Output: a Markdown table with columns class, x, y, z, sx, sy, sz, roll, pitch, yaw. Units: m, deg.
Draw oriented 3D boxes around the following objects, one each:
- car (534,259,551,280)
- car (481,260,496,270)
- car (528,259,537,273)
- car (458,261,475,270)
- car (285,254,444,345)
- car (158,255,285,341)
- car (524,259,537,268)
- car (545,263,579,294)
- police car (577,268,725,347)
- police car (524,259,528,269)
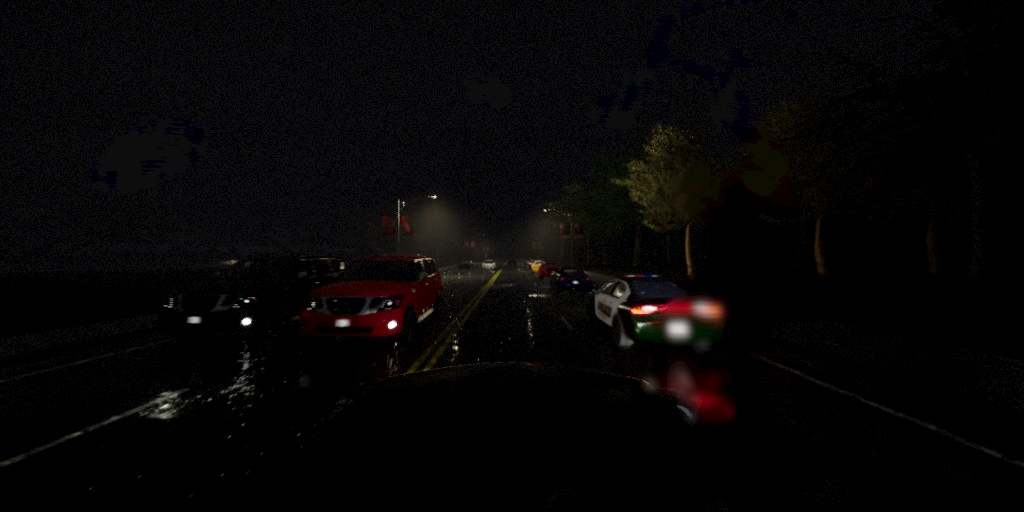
| class | x | y | z | sx | sy | sz | roll | pitch | yaw |
| --- | --- | --- | --- | --- | --- | --- | --- | --- | --- |
| car | 3.259 | 1.282 | 31.415 | 1.812 | 1.442 | 4.674 | 0 | 0 | 0 |
| car | -3.305 | 1.295 | 51.589 | 1.812 | 1.442 | 4.674 | 0 | 0 | 0 |
| car | 3.262 | 1.218 | 42.606 | 1.801 | 1.575 | 5.366 | 0 | 0 | 0 |
| car | -6.553 | 1.370 | 51.567 | 1.895 | 1.301 | 4.718 | 0 | 0 | 0 |
| car | -3.348 | 0.972 | 9.860 | 2.150 | 2.045 | 5.566 | 0 | 0 | 0 |
| car | -6.598 | 0.972 | 10.216 | 2.150 | 2.045 | 5.566 | 0 | 0 | 0 |
| car | 3.269 | 1.271 | 64.419 | 2.128 | 1.511 | 4.902 | 0 | 0 | 0 |
| car | 3.255 | 1.316 | 20.414 | 1.994 | 1.385 | 4.181 | 0 | 0 | 0 |
| police car | 3.252 | 1.255 | 9.413 | 2.038 | 1.542 | 4.974 | 0 | 0 | 0 |
| police car | 3.266 | 1.275 | 53.419 | 2.038 | 1.542 | 4.974 | 0 | 0 | 0 |
